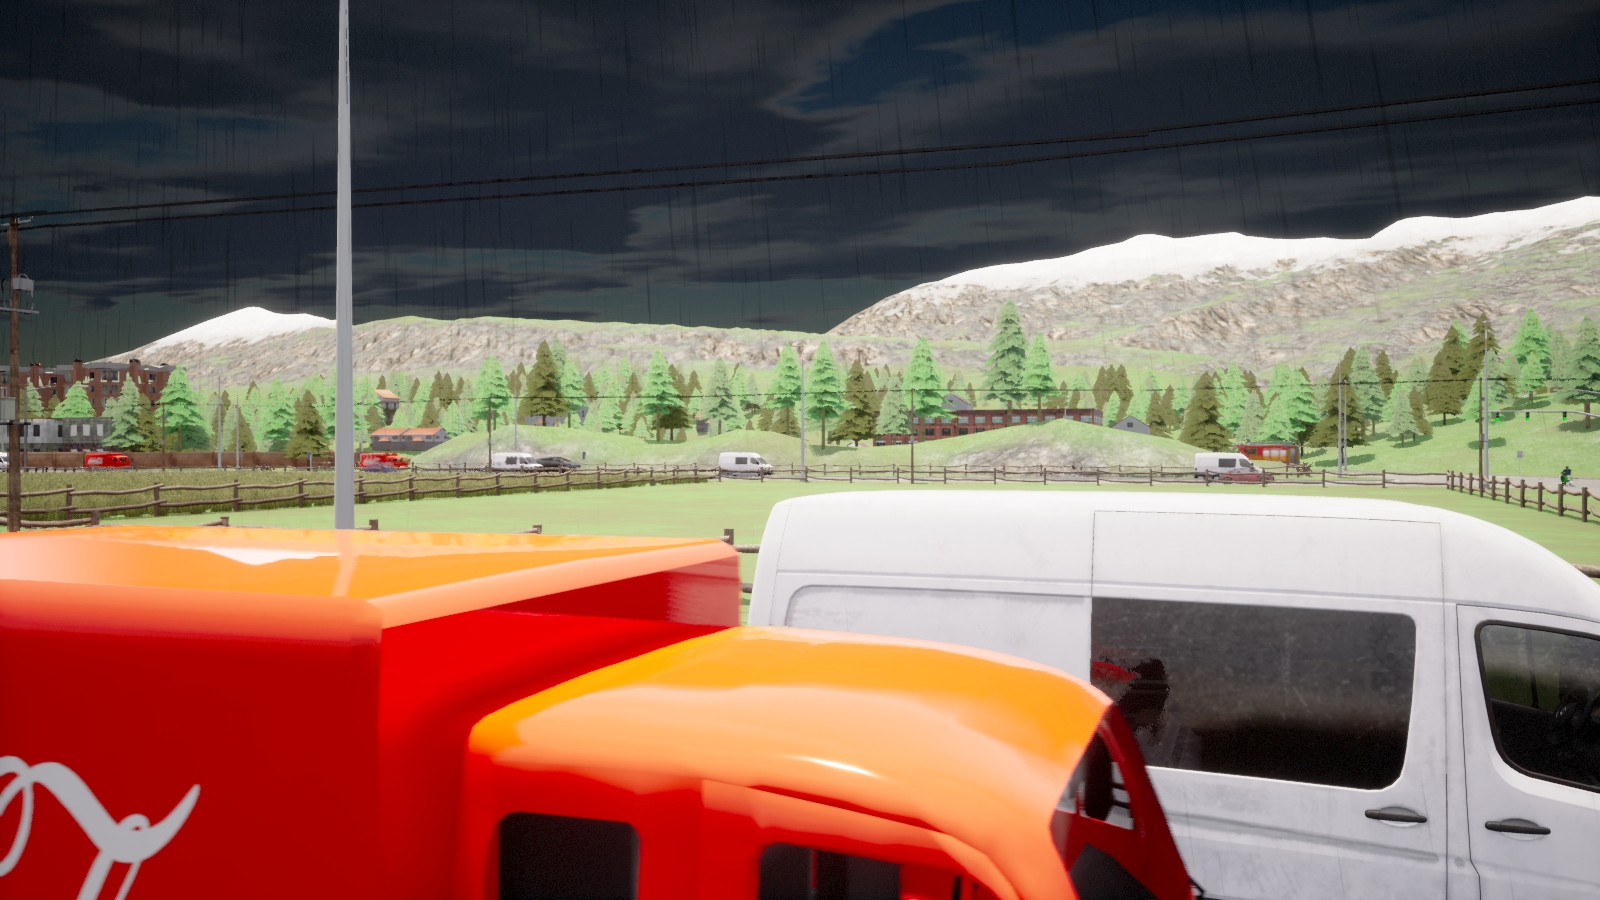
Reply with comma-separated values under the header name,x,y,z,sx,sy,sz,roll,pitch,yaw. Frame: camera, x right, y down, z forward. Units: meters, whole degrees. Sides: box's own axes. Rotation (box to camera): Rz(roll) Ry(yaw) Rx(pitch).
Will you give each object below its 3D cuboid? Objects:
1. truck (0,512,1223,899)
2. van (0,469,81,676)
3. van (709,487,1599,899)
name,x,y,z,sx,sy,sz,roll,pitch,yaw
truck,-1.353,1.568,3.912,5.204,2.467,2.627,0,0,21
van,-12.759,1.546,15.386,5.915,2.561,1.988,0,0,20
van,2.633,1.535,6.060,5.915,2.561,1.988,0,0,20
